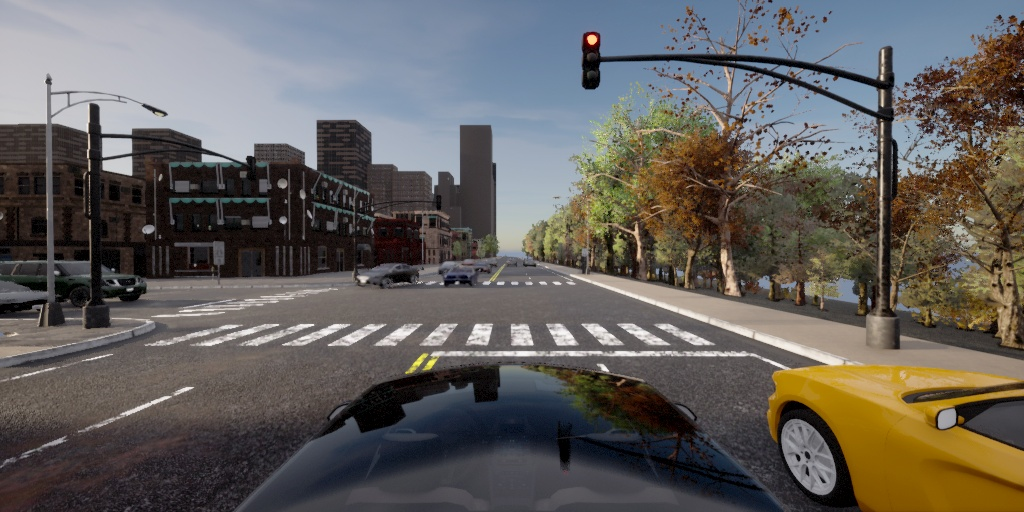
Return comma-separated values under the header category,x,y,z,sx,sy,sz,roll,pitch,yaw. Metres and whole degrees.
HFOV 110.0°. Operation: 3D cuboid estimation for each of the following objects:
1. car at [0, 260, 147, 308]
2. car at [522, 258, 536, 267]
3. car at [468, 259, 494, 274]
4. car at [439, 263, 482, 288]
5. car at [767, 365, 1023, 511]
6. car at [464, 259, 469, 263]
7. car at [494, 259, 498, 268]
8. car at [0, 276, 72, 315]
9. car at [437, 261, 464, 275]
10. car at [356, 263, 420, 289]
category,x,y,z,sx,sy,sz,roll,pitch,yaw
car,-20.010,1.194,16.159,5.566,2.045,2.150,-1,1,0
car,3.282,1.290,64.455,1.994,1.385,4.181,0,0,1
car,-3.387,1.301,39.793,1.994,1.385,4.181,0,0,0
car,-3.372,1.345,24.254,1.895,1.301,4.718,0,0,0
car,3.351,1.228,1.351,1.882,1.535,5.008,0,0,0
car,-6.640,1.208,55.514,1.882,1.535,5.008,0,0,0
car,-3.378,1.235,59.710,1.837,1.490,4.892,0,0,0
car,-19.958,1.565,13.458,4.313,1.339,1.948,0,0,0
car,-6.633,1.264,38.393,1.812,1.442,4.674,0,0,0
car,-8.003,1.240,23.548,2.128,1.511,4.902,0,0,19
